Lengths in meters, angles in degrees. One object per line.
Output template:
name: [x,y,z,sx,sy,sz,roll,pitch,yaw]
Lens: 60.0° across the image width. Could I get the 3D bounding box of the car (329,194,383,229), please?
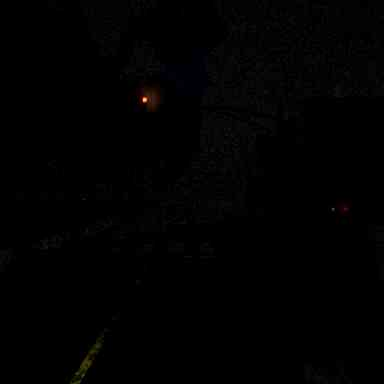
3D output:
car: [11.415,1.129,20.580,5.566,2.045,2.150,0,-1,0]
